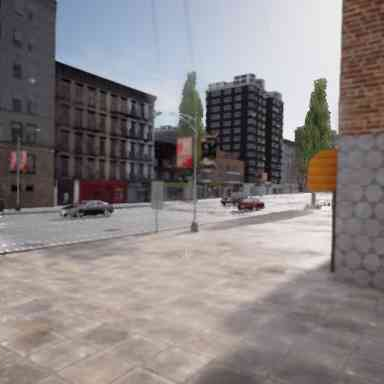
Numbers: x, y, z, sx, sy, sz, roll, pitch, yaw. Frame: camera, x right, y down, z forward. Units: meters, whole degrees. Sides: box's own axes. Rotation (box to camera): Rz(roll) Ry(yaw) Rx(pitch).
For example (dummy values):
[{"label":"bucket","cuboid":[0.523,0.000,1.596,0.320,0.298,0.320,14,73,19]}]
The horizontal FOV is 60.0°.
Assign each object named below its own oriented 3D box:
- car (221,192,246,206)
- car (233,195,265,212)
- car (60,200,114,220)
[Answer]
[{"label":"car","cuboid":[6.517,1.028,50.655,2.150,2.045,5.566,2,1,35]},{"label":"car","cuboid":[7.272,1.506,40.399,1.882,1.535,5.008,2,1,35]},{"label":"car","cuboid":[-8.970,1.482,28.720,2.128,1.511,4.902,2,1,35]}]
